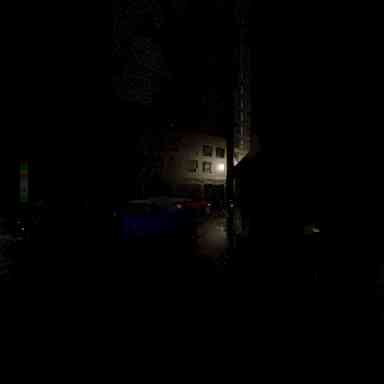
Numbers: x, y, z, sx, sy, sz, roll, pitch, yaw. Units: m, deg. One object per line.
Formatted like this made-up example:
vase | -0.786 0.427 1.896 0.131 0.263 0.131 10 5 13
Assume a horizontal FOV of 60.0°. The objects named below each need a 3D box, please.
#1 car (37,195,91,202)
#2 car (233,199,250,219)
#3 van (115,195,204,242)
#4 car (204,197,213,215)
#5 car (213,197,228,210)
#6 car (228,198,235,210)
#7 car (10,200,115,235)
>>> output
car | -8.304 1.123 20.406 2.192 1.841 5.009 1 1 36
car | 5.151 1.280 24.585 2.008 1.369 4.403 1 1 36
van | -1.366 1.208 15.453 1.690 1.788 3.998 1 1 36
car | -0.607 1.062 26.618 2.097 1.767 4.553 0 1 36
car | 1.474 1.167 34.105 1.947 1.339 4.313 1 2 36
car | 5.396 1.074 35.010 2.128 1.511 4.902 0 1 36
car | -6.592 1.383 18.237 2.033 1.411 5.357 0 1 36
